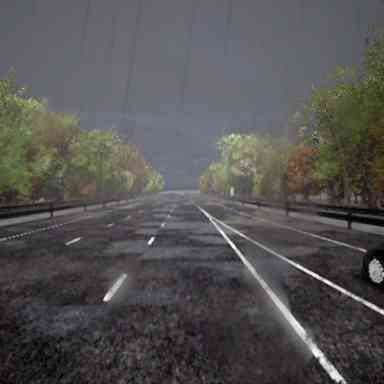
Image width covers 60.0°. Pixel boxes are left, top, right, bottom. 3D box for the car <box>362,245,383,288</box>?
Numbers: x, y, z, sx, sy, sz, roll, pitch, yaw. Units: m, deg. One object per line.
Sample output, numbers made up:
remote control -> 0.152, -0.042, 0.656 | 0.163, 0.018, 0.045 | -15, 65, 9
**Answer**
car -> 5.293, 1.487, 6.292 | 1.837, 1.490, 4.892 | 0, 0, -6
